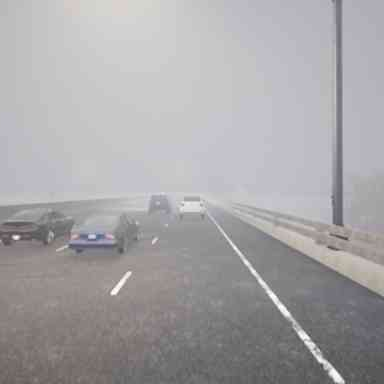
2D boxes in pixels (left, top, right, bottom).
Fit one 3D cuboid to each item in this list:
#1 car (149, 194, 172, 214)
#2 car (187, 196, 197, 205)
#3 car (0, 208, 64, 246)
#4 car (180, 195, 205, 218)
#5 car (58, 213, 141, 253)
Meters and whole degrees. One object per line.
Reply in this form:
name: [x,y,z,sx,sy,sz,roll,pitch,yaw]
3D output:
car: [-3.394,1.280,36.319,2.150,2.045,5.566,0,0,0]
car: [0.016,1.570,61.792,1.882,1.535,5.008,0,0,0]
car: [-6.898,1.532,15.473,1.837,1.490,4.892,0,0,0]
car: [0.035,1.259,31.118,2.150,2.045,5.566,0,0,1]
car: [-3.398,1.571,13.840,2.033,1.411,5.357,0,0,0]
